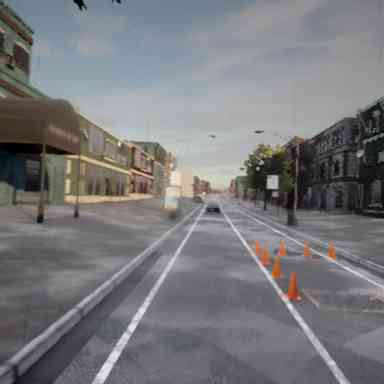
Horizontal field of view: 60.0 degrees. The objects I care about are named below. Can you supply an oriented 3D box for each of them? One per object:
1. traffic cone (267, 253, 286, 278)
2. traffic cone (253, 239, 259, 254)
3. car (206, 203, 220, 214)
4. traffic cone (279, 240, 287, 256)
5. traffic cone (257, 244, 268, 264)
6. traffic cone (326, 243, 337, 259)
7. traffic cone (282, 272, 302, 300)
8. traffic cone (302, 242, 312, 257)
[{"bbox_3d":[2.481,2.187,9.754,0.340,0.580,0.340,3,-1,3],"label":"traffic cone"},{"bbox_3d":[2.719,2.245,13.747,0.340,0.580,0.340,3,-1,3],"label":"traffic cone"},{"bbox_3d":[2.824,2.189,44.245,1.895,1.301,4.718,3,0,3],"label":"car"},{"bbox_3d":[3.716,2.292,13.687,0.340,0.580,0.340,3,-1,3],"label":"traffic cone"},{"bbox_3d":[2.600,2.216,11.750,0.340,0.580,0.340,3,-1,3],"label":"traffic cone"},{"bbox_3d":[5.710,2.386,13.567,0.340,0.580,0.340,3,-1,3],"label":"traffic cone"},{"bbox_3d":[2.363,2.159,7.758,0.340,0.580,0.340,3,-1,3],"label":"traffic cone"},{"bbox_3d":[4.713,2.339,13.627,0.340,0.580,0.340,3,-1,3],"label":"traffic cone"}]
